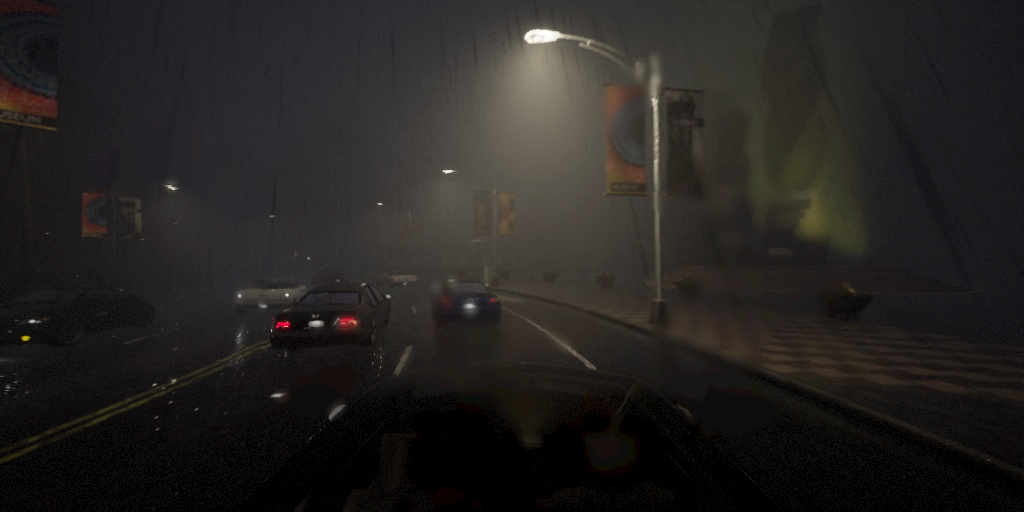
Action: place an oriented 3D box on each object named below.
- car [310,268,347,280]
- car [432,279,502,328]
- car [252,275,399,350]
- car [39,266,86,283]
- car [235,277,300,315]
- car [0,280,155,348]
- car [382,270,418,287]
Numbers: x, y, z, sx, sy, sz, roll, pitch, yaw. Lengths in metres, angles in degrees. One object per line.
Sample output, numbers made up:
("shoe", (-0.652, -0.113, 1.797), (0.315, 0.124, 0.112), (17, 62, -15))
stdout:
("car", (-14.789, 1.722, 28.969), (1.812, 1.442, 4.674), (0, -1, -42))
("car", (-1.637, 1.446, 12.113), (1.994, 1.385, 4.181), (0, -1, -14))
("car", (-4.428, 1.428, 9.578), (2.033, 1.411, 5.357), (0, -1, -12))
("car", (-49.556, 2.150, 39.332), (4.892, 1.490, 1.837), (-1, -1, 21))
("car", (-10.112, 1.600, 15.362), (1.895, 1.301, 4.718), (0, -1, -24))
("car", (-11.891, 1.515, 9.558), (1.994, 1.385, 4.181), (0, -1, -16))
("car", (-8.940, 1.725, 27.467), (1.895, 1.301, 4.718), (0, -1, -36))
